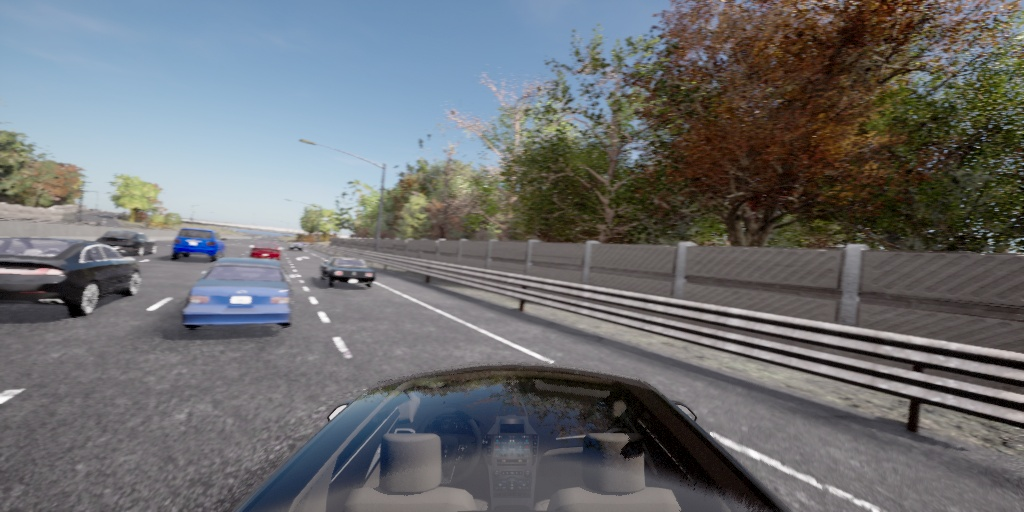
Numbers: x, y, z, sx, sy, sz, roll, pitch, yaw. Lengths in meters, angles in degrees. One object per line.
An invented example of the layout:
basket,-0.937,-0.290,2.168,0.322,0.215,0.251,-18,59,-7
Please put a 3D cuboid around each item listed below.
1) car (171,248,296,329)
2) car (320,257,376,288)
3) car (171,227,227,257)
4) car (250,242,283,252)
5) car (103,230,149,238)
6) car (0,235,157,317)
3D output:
car,-6.407,0.749,8.737,2.033,1.411,5.357,6,0,-34
car,-8.047,0.707,17.331,1.895,1.301,4.718,6,0,-34
car,-20.351,-0.766,23.488,2.150,2.045,5.566,6,0,-34
car,-18.733,-0.334,27.329,1.882,1.535,5.008,6,0,-34
car,-23.664,-0.795,22.132,1.837,1.490,4.892,6,0,-34
car,-10.096,0.348,7.996,2.128,1.511,4.902,6,0,-34
